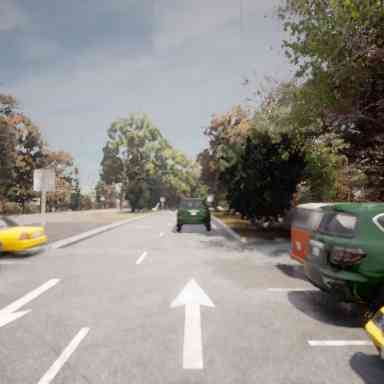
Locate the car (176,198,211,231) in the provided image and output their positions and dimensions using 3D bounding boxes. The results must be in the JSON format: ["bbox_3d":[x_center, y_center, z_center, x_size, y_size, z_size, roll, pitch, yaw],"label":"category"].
[{"bbox_3d":[0.097,1.454,22.650,2.150,2.045,5.566,0,-1,0],"label":"car"}]

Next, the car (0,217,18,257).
[{"bbox_3d":[-8.036,1.515,9.411,4.892,1.521,2.231,0,0,0],"label":"car"}]

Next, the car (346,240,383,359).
[{"bbox_3d":[4.855,1.482,3.650,5.366,1.575,1.946,0,0,0],"label":"car"}]

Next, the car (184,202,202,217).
[{"bbox_3d":[0.094,2.198,42.242,2.097,1.767,4.553,0,-2,0],"label":"car"}]

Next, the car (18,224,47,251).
[{"bbox_3d":[-8.227,1.537,12.179,5.366,1.575,1.946,0,0,0],"label":"car"}]

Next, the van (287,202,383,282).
[{"bbox_3d":[5.156,1.287,9.311,4.442,1.987,1.878,0,0,0],"label":"van"}]

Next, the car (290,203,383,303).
[{"bbox_3d":[5.067,1.242,6.419,5.566,2.045,2.435,0,0,0],"label":"car"}]
